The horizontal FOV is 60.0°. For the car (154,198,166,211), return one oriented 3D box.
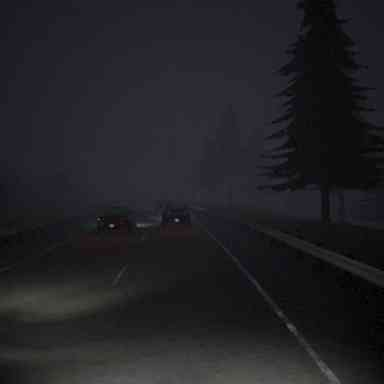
[{"bbox_3d":[-3.685,1.527,41.571,1.882,1.535,5.008,0,0,-9],"label":"car"}]

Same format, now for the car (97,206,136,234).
[{"bbox_3d":[-4.363,1.552,19.573,1.812,1.442,4.674,0,0,-5],"label":"car"}]

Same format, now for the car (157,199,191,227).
[{"bbox_3d":[-1.167,1.518,22.887,2.128,1.511,4.902,0,0,-6],"label":"car"}]
